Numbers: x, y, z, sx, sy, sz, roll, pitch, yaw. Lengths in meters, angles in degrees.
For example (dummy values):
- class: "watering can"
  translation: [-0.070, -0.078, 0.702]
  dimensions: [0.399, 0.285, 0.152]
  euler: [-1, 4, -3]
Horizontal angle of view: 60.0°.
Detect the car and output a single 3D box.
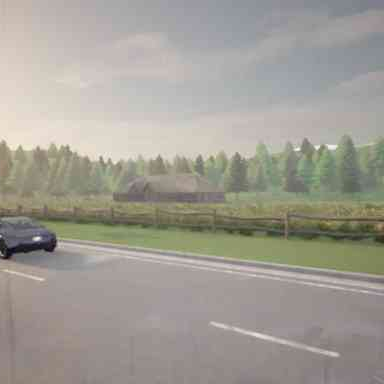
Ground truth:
- class: "car"
  translation: [-7.324, 1.712, 13.408]
  dimensions: [4.181, 1.385, 1.994]
  euler: [-1, 0, 36]
